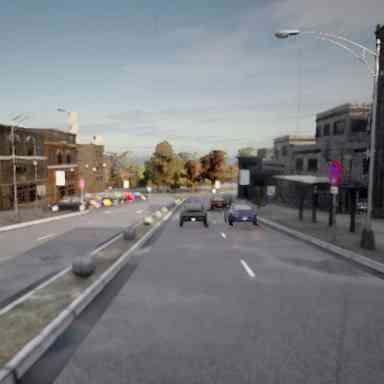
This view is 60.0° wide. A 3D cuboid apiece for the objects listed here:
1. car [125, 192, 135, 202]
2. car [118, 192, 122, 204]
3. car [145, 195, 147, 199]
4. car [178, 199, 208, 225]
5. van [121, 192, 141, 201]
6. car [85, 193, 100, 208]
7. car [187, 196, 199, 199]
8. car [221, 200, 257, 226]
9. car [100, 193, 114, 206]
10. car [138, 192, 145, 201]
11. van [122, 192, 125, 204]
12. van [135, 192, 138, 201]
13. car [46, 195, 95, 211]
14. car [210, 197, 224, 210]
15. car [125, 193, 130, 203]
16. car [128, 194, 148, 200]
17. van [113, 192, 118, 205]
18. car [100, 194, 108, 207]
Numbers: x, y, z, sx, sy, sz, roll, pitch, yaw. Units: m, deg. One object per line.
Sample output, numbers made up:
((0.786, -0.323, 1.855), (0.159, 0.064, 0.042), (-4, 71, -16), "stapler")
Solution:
((-14.122, 1.094, 62.372), (5.566, 2.045, 2.435), (-1, 0, -20), "car")
((-14.043, 1.241, 53.255), (4.553, 1.767, 2.185), (-1, 0, -20), "car")
((-14.144, 1.334, 83.706), (4.674, 1.452, 2.002), (-1, 0, -20), "car")
((0.094, 1.476, 23.576), (1.837, 1.490, 4.892), (0, 0, 0), "car")
((-14.241, 1.085, 77.571), (4.442, 1.987, 1.878), (-1, 0, -20), "van")
((-14.070, 1.272, 41.049), (4.553, 1.767, 2.185), (-1, 0, -20), "car")
((0.096, 1.300, 42.128), (2.097, 1.767, 4.553), (0, 0, 0), "car")
((3.343, 1.497, 23.310), (1.812, 1.442, 4.674), (0, 0, 0), "car")
((-14.232, 1.381, 47.087), (5.366, 1.575, 1.946), (-1, 0, -20), "car")
((-14.100, 1.064, 74.584), (5.566, 2.045, 2.435), (-1, 0, -20), "car")
((-14.189, 1.135, 56.250), (4.442, 1.987, 1.878), (-1, 0, -20), "van")
((-14.002, 1.103, 68.521), (4.442, 1.987, 1.878), (-1, 0, -20), "van")
((-14.009, 1.407, 38.007), (4.892, 1.521, 2.231), (-1, 0, -20), "car")
((3.342, 1.424, 43.050), (1.882, 1.535, 5.008), (0, 0, 0), "car")
((-14.081, 1.353, 59.342), (4.892, 1.521, 2.231), (-1, 0, -20), "car")
((-14.141, 1.288, 86.749), (4.892, 1.521, 2.231), (-1, 0, -20), "car")
((-13.960, 1.146, 50.247), (4.442, 1.987, 1.878), (-1, 0, -20), "van")
((-14.078, 1.419, 44.093), (4.792, 1.488, 2.163), (-1, 0, -20), "car")
